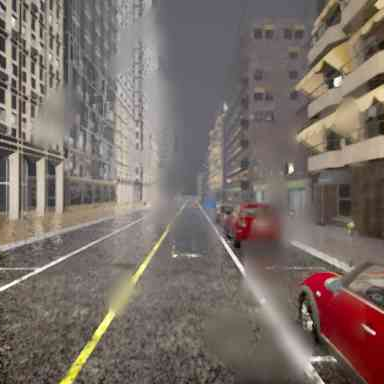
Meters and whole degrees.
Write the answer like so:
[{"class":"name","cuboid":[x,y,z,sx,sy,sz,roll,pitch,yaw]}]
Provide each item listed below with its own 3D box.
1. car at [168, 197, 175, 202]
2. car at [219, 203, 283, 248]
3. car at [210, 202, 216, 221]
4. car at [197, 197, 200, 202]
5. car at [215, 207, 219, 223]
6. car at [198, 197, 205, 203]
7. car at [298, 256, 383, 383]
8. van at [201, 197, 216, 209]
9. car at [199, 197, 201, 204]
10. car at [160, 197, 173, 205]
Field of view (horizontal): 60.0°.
[{"class":"car","cuboid":[-5.769,2.178,94.267,1.802,1.307,4.206,0,0,0]},{"class":"car","cuboid":[2.681,1.402,15.197,2.192,1.841,5.009,0,0,0]},{"class":"car","cuboid":[2.671,1.735,26.492,1.802,1.307,4.206,0,0,0]},{"class":"car","cuboid":[2.626,2.022,77.328,1.887,1.381,4.507,0,0,0]},{"class":"car","cuboid":[2.675,1.702,20.844,1.802,1.307,4.206,0,0,0]},{"class":"car","cuboid":[2.616,2.078,88.796,1.752,1.417,4.829,0,0,0]},{"class":"car","cuboid":[2.690,1.461,3.899,1.967,1.590,4.097,0,0,0]},{"class":"van","cuboid":[2.650,1.636,49.087,1.690,1.788,3.998,0,0,0]},{"class":"car","cuboid":[2.646,1.897,54.735,1.947,1.339,4.313,0,0,0]},{"class":"car","cuboid":[-5.750,1.887,71.674,1.967,1.590,4.097,0,0,0]}]
